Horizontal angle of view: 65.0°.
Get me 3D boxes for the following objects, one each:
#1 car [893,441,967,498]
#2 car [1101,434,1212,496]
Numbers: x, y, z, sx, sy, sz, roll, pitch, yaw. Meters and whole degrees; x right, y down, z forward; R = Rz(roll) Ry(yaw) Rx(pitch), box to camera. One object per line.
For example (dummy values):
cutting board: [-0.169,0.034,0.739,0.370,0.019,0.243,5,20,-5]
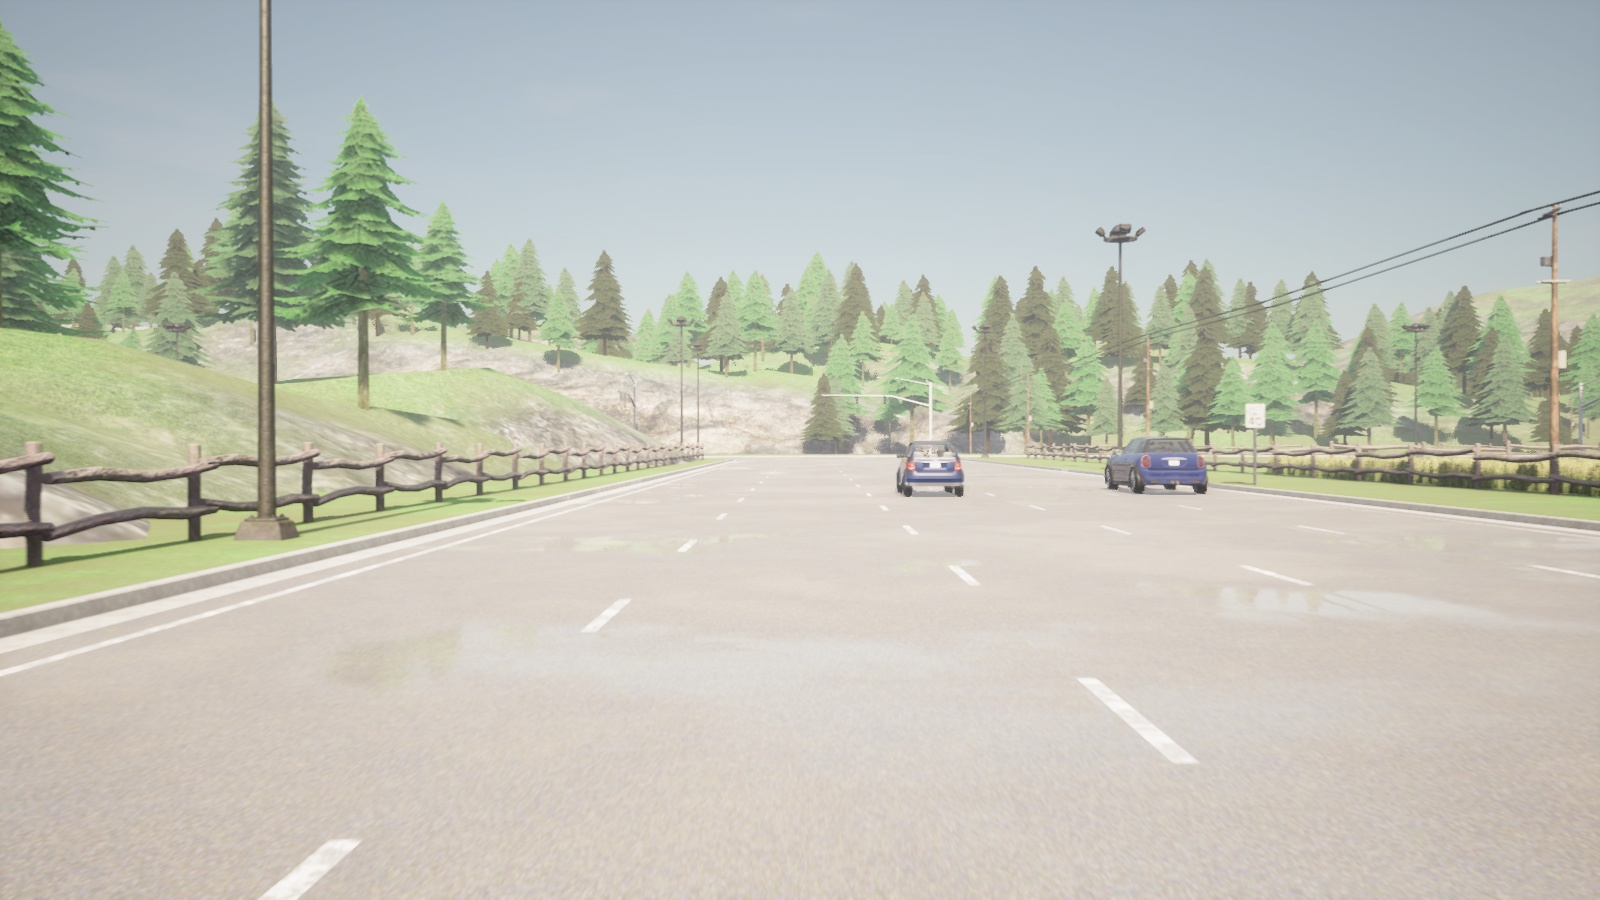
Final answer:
car: [3.720,0.523,36.398,1.789,1.549,3.705,0,0,0]
car: [10.731,0.400,38.190,2.097,1.767,4.553,0,1,0]
